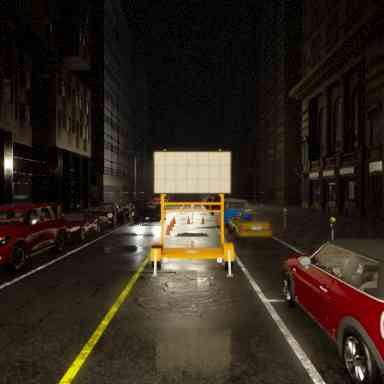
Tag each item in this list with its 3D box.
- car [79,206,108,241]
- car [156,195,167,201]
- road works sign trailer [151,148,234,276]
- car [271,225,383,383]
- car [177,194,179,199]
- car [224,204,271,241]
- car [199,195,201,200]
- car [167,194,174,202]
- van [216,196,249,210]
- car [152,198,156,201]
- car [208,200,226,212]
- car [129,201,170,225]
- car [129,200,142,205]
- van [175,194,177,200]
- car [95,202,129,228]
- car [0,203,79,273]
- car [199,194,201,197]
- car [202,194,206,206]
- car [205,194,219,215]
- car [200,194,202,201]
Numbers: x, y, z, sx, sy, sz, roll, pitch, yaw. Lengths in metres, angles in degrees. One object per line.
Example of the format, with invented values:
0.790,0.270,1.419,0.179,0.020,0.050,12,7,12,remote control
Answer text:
-5.740,1.581,16.447,1.802,1.307,4.206,0,0,0,car
-5.675,1.560,55.662,1.887,1.381,4.507,0,0,0,car
0.014,0.464,10.292,2.380,3.560,2.880,0,0,0,road works sign trailer
2.766,1.440,5.243,1.967,1.590,4.097,0,0,0,car
-5.609,1.588,94.877,1.887,1.381,4.507,0,0,0,car
2.785,1.525,16.617,1.752,1.417,4.829,0,0,0,car
2.860,1.586,61.260,1.947,1.339,4.313,0,0,0,car
-5.647,1.467,72.468,1.967,1.590,4.097,0,0,0,car
2.794,1.342,22.049,1.690,1.788,3.998,0,0,0,van
-5.702,1.571,38.855,1.947,1.339,4.313,0,0,0,car
2.823,1.588,38.854,1.802,1.307,4.206,0,0,0,car
-2.962,1.565,24.025,1.994,1.385,4.181,0,0,0,car
-5.721,1.552,27.652,2.008,1.369,4.403,0,0,0,car
-5.619,1.380,89.275,1.690,1.788,3.998,0,0,0,van
-5.731,1.440,22.049,1.967,1.590,4.097,0,0,0,car
-5.750,1.314,10.845,2.192,1.841,5.009,0,0,0,car
2.869,1.464,66.862,1.967,1.590,4.097,0,0,0,car
2.831,1.324,44.455,2.192,1.841,5.009,0,0,0,car
2.812,1.319,33.252,2.192,1.841,5.009,0,0,0,car
2.850,1.456,55.659,1.967,1.590,4.097,0,0,0,car
